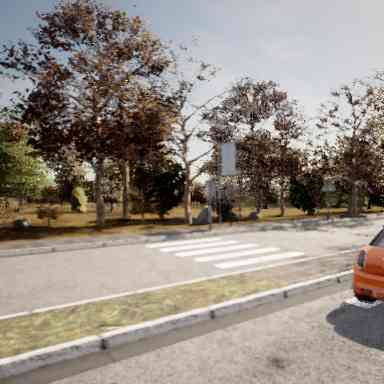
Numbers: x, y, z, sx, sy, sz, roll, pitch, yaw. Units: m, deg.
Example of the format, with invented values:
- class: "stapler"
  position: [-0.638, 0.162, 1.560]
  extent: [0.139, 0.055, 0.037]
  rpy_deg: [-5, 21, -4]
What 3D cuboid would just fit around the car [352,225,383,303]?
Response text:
- class: "car"
  position: [5.415, 1.352, 6.990]
  extent: [4.553, 1.767, 2.097]
  rpy_deg: [0, 0, -35]
